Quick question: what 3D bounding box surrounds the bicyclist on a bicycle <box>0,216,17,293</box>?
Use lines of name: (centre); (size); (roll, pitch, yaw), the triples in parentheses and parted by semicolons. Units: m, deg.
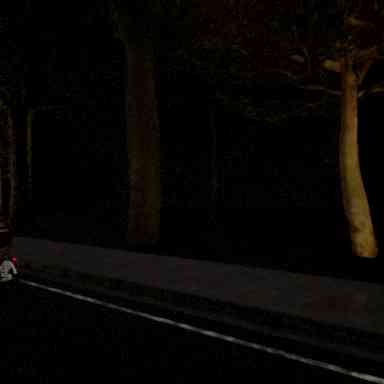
bicyclist on a bicycle: (-4.708, 1.457, 8.015); (1.843, 1.776, 0.659); (0, 0, 36)
